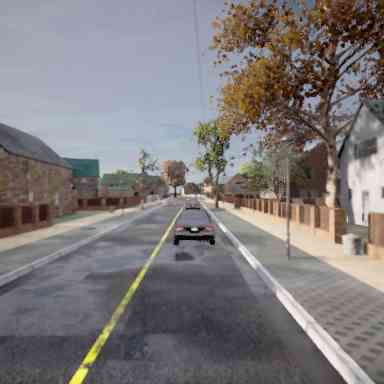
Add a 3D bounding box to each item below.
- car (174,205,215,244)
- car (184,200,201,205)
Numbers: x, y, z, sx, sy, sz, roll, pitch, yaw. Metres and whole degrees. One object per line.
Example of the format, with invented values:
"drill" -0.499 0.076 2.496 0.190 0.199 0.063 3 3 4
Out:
"car" 0.098 1.564 15.991 2.033 1.411 5.357 0 0 0
"car" 0.096 1.592 39.321 2.033 1.411 5.357 0 0 0
